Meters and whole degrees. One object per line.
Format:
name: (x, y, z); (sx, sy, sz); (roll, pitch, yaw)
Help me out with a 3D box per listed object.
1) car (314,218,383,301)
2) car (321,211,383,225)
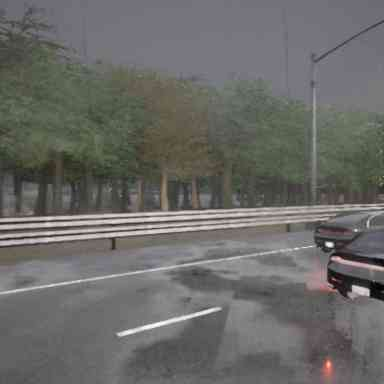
car: (4.913, 1.484, 7.107); (4.902, 1.511, 2.128); (0, 0, -34)
car: (6.623, 1.490, 12.491); (4.892, 1.490, 1.837); (-1, 0, -34)
